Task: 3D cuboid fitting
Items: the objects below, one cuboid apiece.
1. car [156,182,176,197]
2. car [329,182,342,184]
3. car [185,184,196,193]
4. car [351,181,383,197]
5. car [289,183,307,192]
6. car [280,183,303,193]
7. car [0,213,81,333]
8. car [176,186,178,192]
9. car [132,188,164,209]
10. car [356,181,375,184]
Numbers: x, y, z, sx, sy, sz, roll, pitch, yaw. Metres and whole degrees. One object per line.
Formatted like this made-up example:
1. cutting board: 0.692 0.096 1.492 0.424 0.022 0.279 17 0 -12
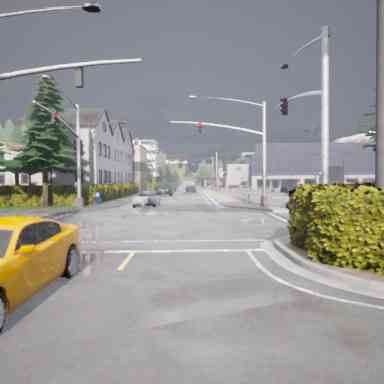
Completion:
1. car: -3.788 -0.402 46.335 2.150 2.045 5.566 -1 2 0
2. car: 25.242 -1.044 59.531 2.152 1.636 5.027 -1 2 -1
3. car: -0.235 -0.597 58.710 2.128 1.511 4.902 -1 2 0
4. car: 22.215 -0.467 42.137 1.932 1.855 4.605 -1 2 -1
5. car: 18.828 -0.885 59.172 1.970 1.475 3.806 -1 2 -1
6. car: 15.211 -0.536 52.107 2.007 1.523 4.514 -1 2 -1
7. car: -3.638 1.241 6.131 1.882 1.535 5.008 -1 2 0
8. car: -3.753 -0.796 63.433 1.837 1.490 4.892 -1 2 0
9. car: -3.769 0.610 28.019 1.895 1.301 4.718 -1 2 1
10. car: 18.979 -0.181 34.253 1.905 1.878 3.866 -1 2 -1
